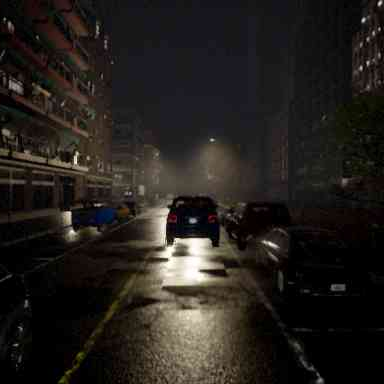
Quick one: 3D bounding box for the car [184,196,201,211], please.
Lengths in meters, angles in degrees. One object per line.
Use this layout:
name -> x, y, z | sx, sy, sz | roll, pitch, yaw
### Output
car -> 0.079, 1.338, 39.512 | 1.882, 1.535, 5.008 | 0, 1, 0

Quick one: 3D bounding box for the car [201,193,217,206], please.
car -> 2.667, 1.138, 52.481 | 2.192, 1.841, 5.009 | 0, 0, 0

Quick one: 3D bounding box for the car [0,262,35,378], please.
car -> -3.102, 1.342, 2.442 | 2.097, 1.767, 4.553 | 0, 0, 0

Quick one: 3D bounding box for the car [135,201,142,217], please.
car -> -5.704, 1.454, 30.387 | 1.947, 1.339, 4.313 | 0, 0, 0

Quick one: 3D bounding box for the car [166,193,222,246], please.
car -> 0.021, 1.163, 15.092 | 2.150, 2.045, 5.566 | 0, 0, 0

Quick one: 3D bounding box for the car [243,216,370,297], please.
car -> 2.689, 1.518, 8.299 | 2.008, 1.369, 4.403 | 0, 0, 0

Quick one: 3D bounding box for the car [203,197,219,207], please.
car -> 2.669, 1.405, 46.959 | 1.947, 1.339, 4.313 | 0, 0, 0

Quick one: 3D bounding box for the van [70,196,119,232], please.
van -> -5.698, 1.267, 19.340 | 1.690, 1.788, 3.998 | 0, 0, 0

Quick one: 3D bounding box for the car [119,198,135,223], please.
car -> -5.701, 1.432, 24.694 | 1.752, 1.417, 4.829 | 0, 0, 0

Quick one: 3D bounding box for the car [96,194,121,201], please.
car -> -16.458, 1.126, 65.454 | 4.403, 1.369, 2.008 | 1, -1, -1

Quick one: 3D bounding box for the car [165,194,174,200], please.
car -> -5.730, 1.291, 84.866 | 2.008, 1.369, 4.403 | 0, 0, 0

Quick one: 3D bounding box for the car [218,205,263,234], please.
car -> 2.683, 1.492, 19.344 | 1.947, 1.339, 4.313 | 0, 0, 0

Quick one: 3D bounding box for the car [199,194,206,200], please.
car -> 2.650, 1.286, 84.870 | 1.887, 1.381, 4.507 | 0, 0, 0

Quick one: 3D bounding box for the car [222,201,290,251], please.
car -> 2.686, 1.261, 13.822 | 2.192, 1.841, 5.009 | 0, 0, 0
